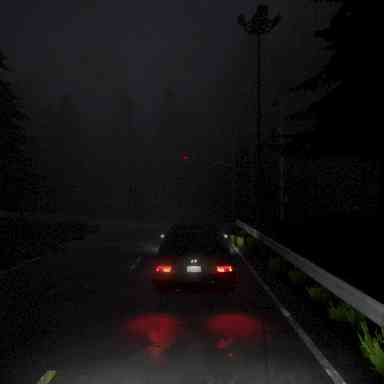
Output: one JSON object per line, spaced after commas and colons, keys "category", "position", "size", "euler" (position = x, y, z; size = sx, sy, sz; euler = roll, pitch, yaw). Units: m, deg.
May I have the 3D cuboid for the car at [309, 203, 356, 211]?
{"category": "car", "position": [12.393, 1.646, 29.367], "size": [4.181, 1.385, 1.994], "euler": [-4, -2, 14]}

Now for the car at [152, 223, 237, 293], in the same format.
{"category": "car", "position": [0.055, 1.547, 8.985], "size": [2.033, 1.411, 5.357], "euler": [0, 0, 0]}
